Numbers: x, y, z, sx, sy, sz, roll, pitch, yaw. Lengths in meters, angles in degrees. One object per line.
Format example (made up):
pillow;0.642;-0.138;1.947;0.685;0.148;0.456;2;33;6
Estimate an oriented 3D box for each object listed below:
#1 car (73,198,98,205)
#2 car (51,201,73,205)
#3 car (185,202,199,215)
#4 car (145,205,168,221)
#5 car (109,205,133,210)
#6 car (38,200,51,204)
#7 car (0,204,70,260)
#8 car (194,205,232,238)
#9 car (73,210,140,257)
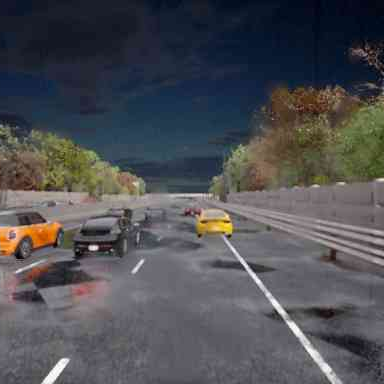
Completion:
car;-17.503;2.086;55.900;2.150;2.045;5.566;0;-1;1
car;-21.005;2.332;55.170;1.882;1.535;5.008;0;-1;1
car;0.062;2.246;41.948;1.895;1.301;4.718;0;-1;1
car;-3.374;1.983;32.168;2.128;1.511;4.902;0;-1;0
car;-6.875;1.982;32.163;2.128;1.511;4.902;0;-1;0
car;-24.496;2.214;55.686;2.097;1.767;4.553;0;-1;1
car;-6.889;1.549;13.398;2.097;1.767;4.553;0;-1;0
car;1.241;1.777;19.883;1.882;1.535;5.008;0;-1;0
car;-3.390;1.710;13.884;1.837;1.490;4.892;0;-1;0
